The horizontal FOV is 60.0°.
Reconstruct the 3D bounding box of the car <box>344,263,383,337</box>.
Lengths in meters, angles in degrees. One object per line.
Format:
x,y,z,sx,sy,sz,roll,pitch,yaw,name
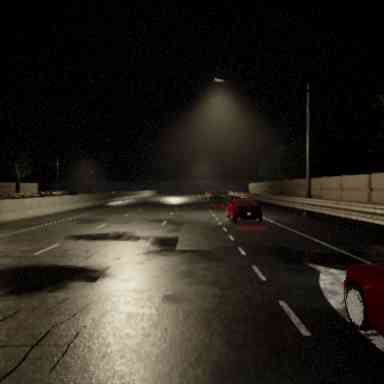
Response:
3.501,1.425,3.641,1.882,1.535,5.008,0,1,0,car

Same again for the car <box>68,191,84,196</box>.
-24.336,0.526,70.176,2.033,1.411,5.357,0,1,0,car

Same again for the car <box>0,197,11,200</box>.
-17.585,1.129,29.552,2.033,1.411,5.357,0,1,0,car

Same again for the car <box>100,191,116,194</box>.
-17.331,0.476,70.959,2.033,1.411,5.357,0,1,0,car

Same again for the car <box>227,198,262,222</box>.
3.501,1.153,22.880,1.882,1.535,5.008,0,1,0,car

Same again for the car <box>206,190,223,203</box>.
3.557,0.821,49.256,2.128,1.511,4.902,0,1,0,car

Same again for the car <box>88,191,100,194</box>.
-20.828,0.504,71.370,1.895,1.301,4.718,0,1,0,car
